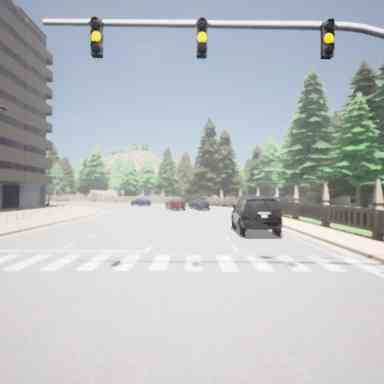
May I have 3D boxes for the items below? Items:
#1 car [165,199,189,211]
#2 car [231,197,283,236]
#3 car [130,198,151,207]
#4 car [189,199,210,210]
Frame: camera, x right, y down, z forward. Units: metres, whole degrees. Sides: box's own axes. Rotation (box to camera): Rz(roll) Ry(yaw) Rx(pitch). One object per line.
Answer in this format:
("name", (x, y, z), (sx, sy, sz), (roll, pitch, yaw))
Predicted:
("car", (-2.334, 1.656, 45.036), (1.882, 1.535, 5.008), (0, -1, -18))
("car", (3.595, 1.318, 19.207), (2.150, 2.045, 5.566), (0, 0, 0))
("car", (-8.826, 1.726, 57.226), (1.812, 1.442, 4.674), (0, 0, -41))
("car", (0.903, 1.690, 46.222), (2.128, 1.511, 4.902), (0, 0, -18))
